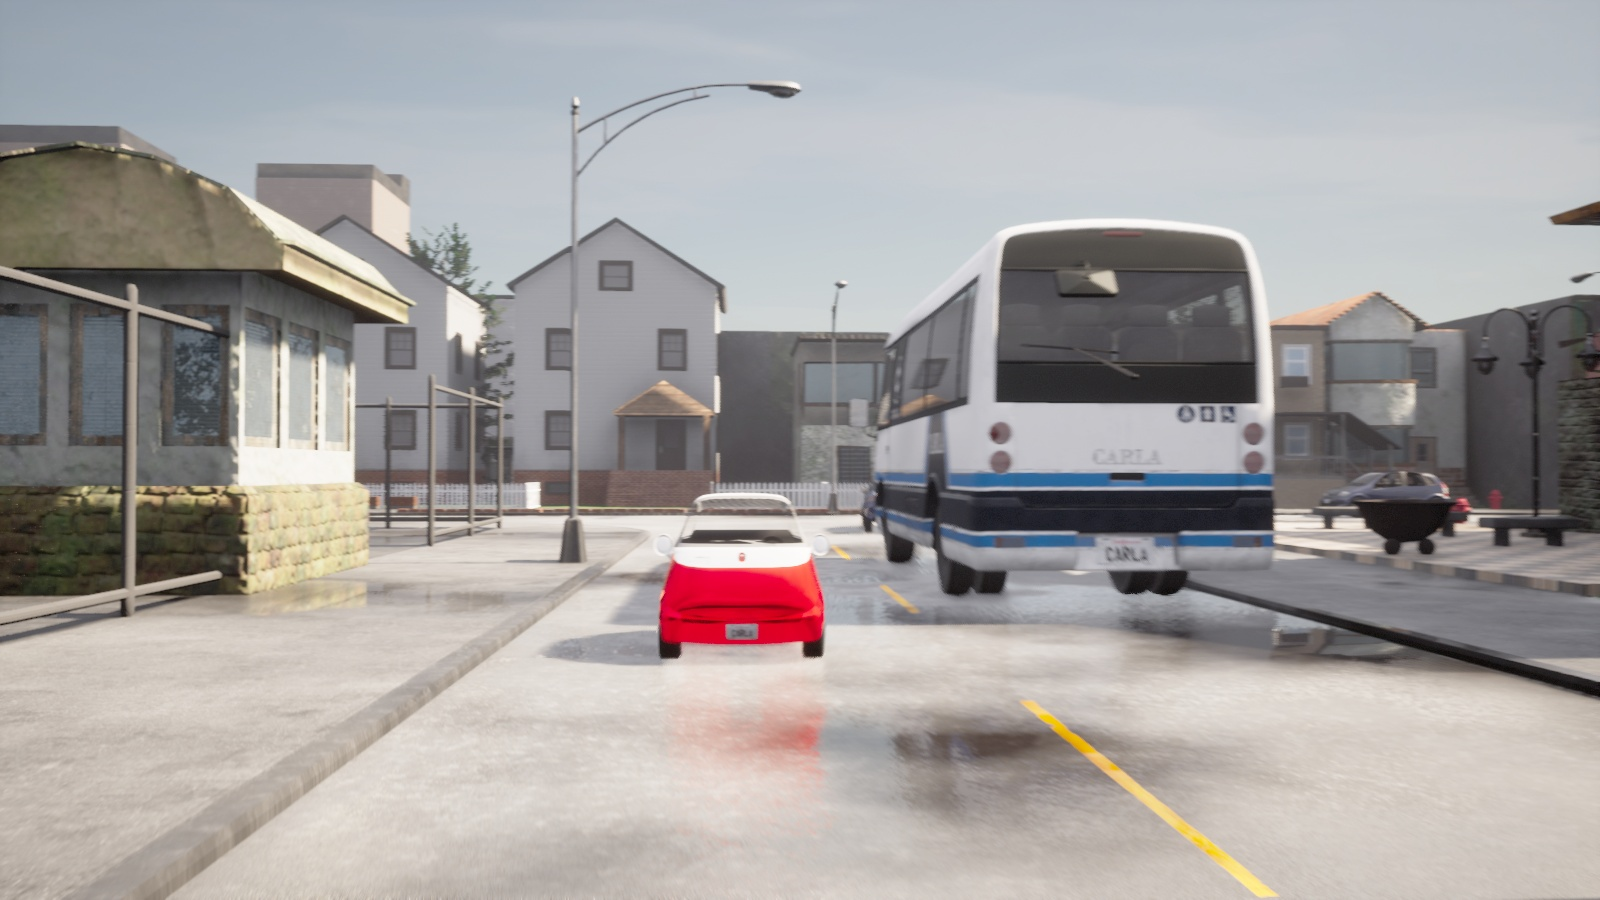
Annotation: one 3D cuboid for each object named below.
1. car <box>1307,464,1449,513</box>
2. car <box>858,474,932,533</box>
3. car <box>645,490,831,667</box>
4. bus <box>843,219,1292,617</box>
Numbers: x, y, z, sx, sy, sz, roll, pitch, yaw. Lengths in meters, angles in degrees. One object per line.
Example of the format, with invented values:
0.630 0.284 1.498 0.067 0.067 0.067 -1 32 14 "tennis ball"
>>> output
19.811 1.298 43.137 3.988 1.617 1.851 0 -1 -3 "car"
2.506 1.390 33.809 1.812 1.442 4.674 -1 -1 3 "car"
-0.550 1.061 11.180 1.481 1.376 2.207 0 -1 -3 "car"
3.062 -0.271 18.617 3.944 4.253 10.273 0 -1 -3 "bus"
